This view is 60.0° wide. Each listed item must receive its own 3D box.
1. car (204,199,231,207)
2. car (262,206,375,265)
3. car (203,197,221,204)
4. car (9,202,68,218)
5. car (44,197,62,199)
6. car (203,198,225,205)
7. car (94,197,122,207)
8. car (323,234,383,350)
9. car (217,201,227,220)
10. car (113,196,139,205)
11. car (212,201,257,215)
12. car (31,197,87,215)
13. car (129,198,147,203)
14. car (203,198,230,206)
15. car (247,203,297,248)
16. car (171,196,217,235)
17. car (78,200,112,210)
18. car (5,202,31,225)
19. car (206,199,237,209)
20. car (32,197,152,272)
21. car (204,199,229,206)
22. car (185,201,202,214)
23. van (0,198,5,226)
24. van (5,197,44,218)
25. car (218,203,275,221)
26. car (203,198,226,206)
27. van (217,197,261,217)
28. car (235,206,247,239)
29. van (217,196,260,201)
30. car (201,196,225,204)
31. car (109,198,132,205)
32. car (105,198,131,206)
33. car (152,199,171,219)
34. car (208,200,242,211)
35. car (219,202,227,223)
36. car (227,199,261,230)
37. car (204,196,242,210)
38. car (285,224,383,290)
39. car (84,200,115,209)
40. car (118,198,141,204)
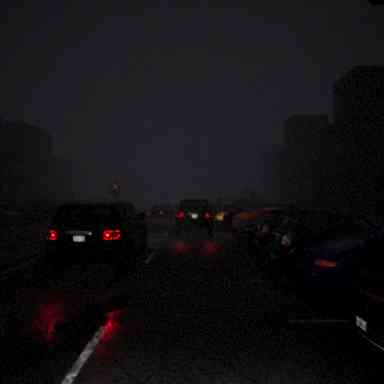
[{"bbox_3d":[4.818,2.019,62.992,5.008,1.535,2.097,0,0,0],"label":"car"},{"bbox_3d":[4.694,1.429,10.070,4.553,1.767,2.185,0,0,0],"label":"car"},{"bbox_3d":[4.934,2.059,82.356,4.553,1.767,2.185,0,-1,0],"label":"car"},{"bbox_3d":[-15.460,1.800,33.664,5.008,1.535,2.097,0,-1,0],"label":"car"},{"bbox_3d":[-15.496,1.521,30.784,5.566,2.045,2.435,0,-1,0],"label":"car"},{"bbox_3d":[4.835,2.138,73.982,4.792,1.488,2.163,0,-1,0],"label":"car"},{"bbox_3d":[-15.414,1.897,61.119,4.553,1.767,2.185,0,0,0],"label":"car"},{"bbox_3d":[4.711,1.513,4.511,4.892,1.521,2.231,0,0,0],"label":"car"},{"bbox_3d":[4.566,1.701,26.743,5.366,1.575,1.946,0,-1,0],"label":"car"},{"bbox_3d":[-15.405,1.888,77.664,5.566,2.045,2.435,0,0,0],"label":"car"},{"bbox_3d":[4.762,1.807,37.860,4.892,1.521,2.231,0,-1,0],"label":"car"},{"bbox_3d":[-15.490,1.600,39.059,5.566,2.045,2.435,0,-1,0],"label":"car"},{"bbox_3d":[-15.382,2.328,94.208,4.792,1.488,2.163,0,-1,0],"label":"car"},{"bbox_3d":[5.023,2.059,68.424,5.366,1.575,1.946,0,0,0],"label":"car"},{"bbox_3d":[4.699,1.451,12.850,4.553,1.767,2.185,0,-1,0],"label":"car"},{"bbox_3d":[0.132,1.386,20.281,2.150,2.045,5.566,0,0,0],"label":"car"},{"bbox_3d":[-15.422,1.994,52.844,4.792,1.488,2.163,0,0,0],"label":"car"},{"bbox_3d":[-15.477,1.717,25.266,5.008,1.535,2.097,0,-1,0],"label":"car"},{"bbox_3d":[4.787,1.951,54.537,4.892,1.521,2.231,0,0,0],"label":"car"},{"bbox_3d":[-2.882,1.304,11.164,2.150,2.045,5.566,0,0,0],"label":"car"},{"bbox_3d":[4.854,2.070,65.647,4.792,1.488,2.163,0,0,0],"label":"car"},{"bbox_3d":[0.167,1.901,41.072,2.033,1.411,5.357,0,-1,0],"label":"car"},{"bbox_3d":[-15.591,1.464,22.511,4.442,1.987,1.878,0,-1,0],"label":"van"},{"bbox_3d":[-15.353,1.519,28.026,4.442,1.987,1.878,0,-1,0],"label":"van"},{"bbox_3d":[4.758,1.770,29.522,4.674,1.452,2.002,0,-1,0],"label":"car"},{"bbox_3d":[4.822,2.115,71.205,4.792,1.488,2.163,0,0,0],"label":"car"},{"bbox_3d":[4.881,1.555,35.083,4.442,1.987,1.878,0,-1,0],"label":"van"},{"bbox_3d":[4.740,1.602,15.627,4.892,1.521,2.231,0,-1,0],"label":"car"},{"bbox_3d":[4.876,1.530,32.304,4.442,1.987,1.878,0,-1,0],"label":"van"},{"bbox_3d":[4.918,1.907,79.544,5.566,2.045,2.435,0,-1,0],"label":"car"},{"bbox_3d":[-15.440,2.137,72.148,4.674,1.452,2.002,0,0,0],"label":"car"},{"bbox_3d":[-15.434,2.078,69.390,5.008,1.535,2.097,0,0,0],"label":"car"},{"bbox_3d":[-2.857,1.753,32.987,1.882,1.535,5.008,0,0,0],"label":"car"},{"bbox_3d":[4.756,1.933,48.978,4.792,1.488,2.163,0,0,0],"label":"car"},{"bbox_3d":[4.741,1.677,23.964,5.008,1.535,2.097,0,-1,0],"label":"car"},{"bbox_3d":[4.774,1.526,21.186,4.553,1.767,2.185,0,-1,0],"label":"car"},{"bbox_3d":[4.761,1.676,51.760,5.566,2.045,2.435,0,0,0],"label":"car"},{"bbox_3d":[4.719,1.573,7.289,4.674,1.452,2.002,0,0,0],"label":"car"},{"bbox_3d":[-15.452,2.025,55.602,4.674,1.452,2.002,0,0,0],"label":"car"},{"bbox_3d":[-15.615,2.184,83.174,5.366,1.575,1.946,0,0,0],"label":"car"}]
